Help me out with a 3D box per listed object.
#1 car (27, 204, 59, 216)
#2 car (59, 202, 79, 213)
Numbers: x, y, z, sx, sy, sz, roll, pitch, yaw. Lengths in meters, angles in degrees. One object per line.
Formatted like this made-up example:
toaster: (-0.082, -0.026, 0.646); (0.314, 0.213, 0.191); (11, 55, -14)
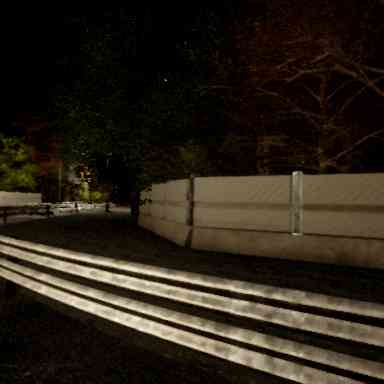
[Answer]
car: (-18.382, 2.186, 40.564); (1.994, 1.385, 4.181); (1, -1, -2)
car: (-18.827, 2.340, 50.888); (2.128, 1.511, 4.902); (1, -1, -1)
